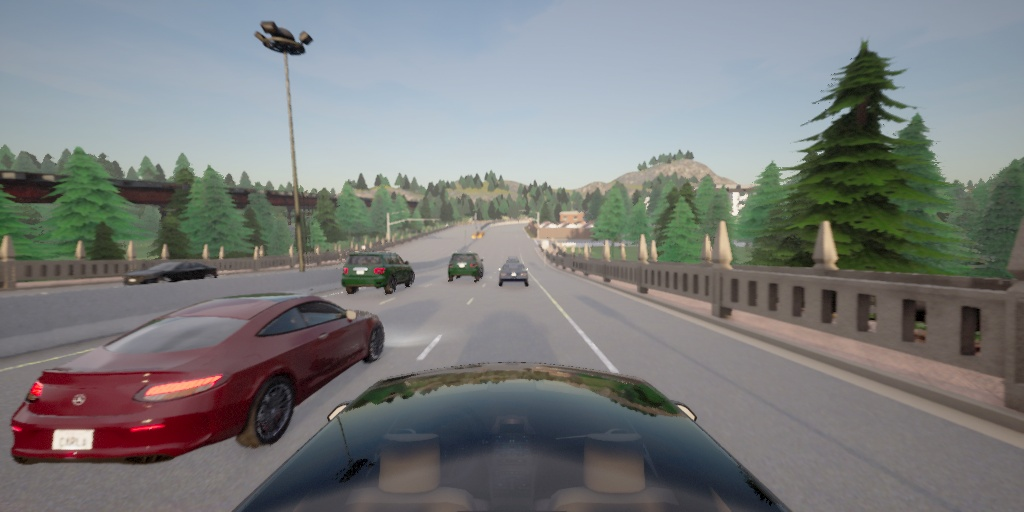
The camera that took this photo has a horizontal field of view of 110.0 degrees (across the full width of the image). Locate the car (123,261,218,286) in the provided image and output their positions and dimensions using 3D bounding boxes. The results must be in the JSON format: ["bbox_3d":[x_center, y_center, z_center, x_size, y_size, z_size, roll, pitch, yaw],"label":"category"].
[{"bbox_3d":[-21.034,1.068,22.387,1.882,1.535,5.008,0,0,1],"label":"car"}]

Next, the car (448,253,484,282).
[{"bbox_3d":[-3.397,0.776,26.956,2.150,2.045,5.566,0,0,0],"label":"car"}]

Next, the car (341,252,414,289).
[{"bbox_3d":[-6.898,0.837,18.979,2.150,2.045,5.566,0,0,0],"label":"car"}]

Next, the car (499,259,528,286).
[{"bbox_3d":[0.103,1.129,23.719,2.033,1.411,5.357,0,0,0],"label":"car"}]

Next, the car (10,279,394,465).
[{"bbox_3d":[-3.401,1.250,5.080,1.812,1.442,4.674,0,0,0],"label":"car"}]

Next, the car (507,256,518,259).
[{"bbox_3d":[0.105,0.762,49.067,2.128,1.511,4.902,0,2,0],"label":"car"}]
